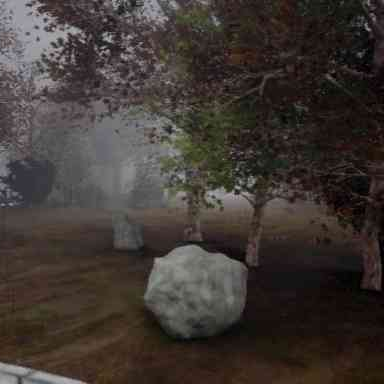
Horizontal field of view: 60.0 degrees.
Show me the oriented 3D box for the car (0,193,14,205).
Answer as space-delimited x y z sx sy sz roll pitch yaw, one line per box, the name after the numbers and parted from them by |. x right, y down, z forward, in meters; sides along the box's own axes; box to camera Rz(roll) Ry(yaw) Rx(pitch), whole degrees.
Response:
-22.132 0.885 37.148 1.994 1.385 4.181 -1 1 2 | car
